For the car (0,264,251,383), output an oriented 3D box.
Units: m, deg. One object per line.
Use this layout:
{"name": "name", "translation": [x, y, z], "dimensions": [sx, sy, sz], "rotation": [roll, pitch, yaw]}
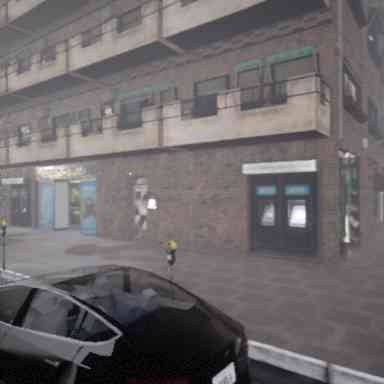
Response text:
{"name": "car", "translation": [-1.431, 1.544, 3.905], "dimensions": [4.313, 1.339, 1.947], "rotation": [0, 0, 35]}
